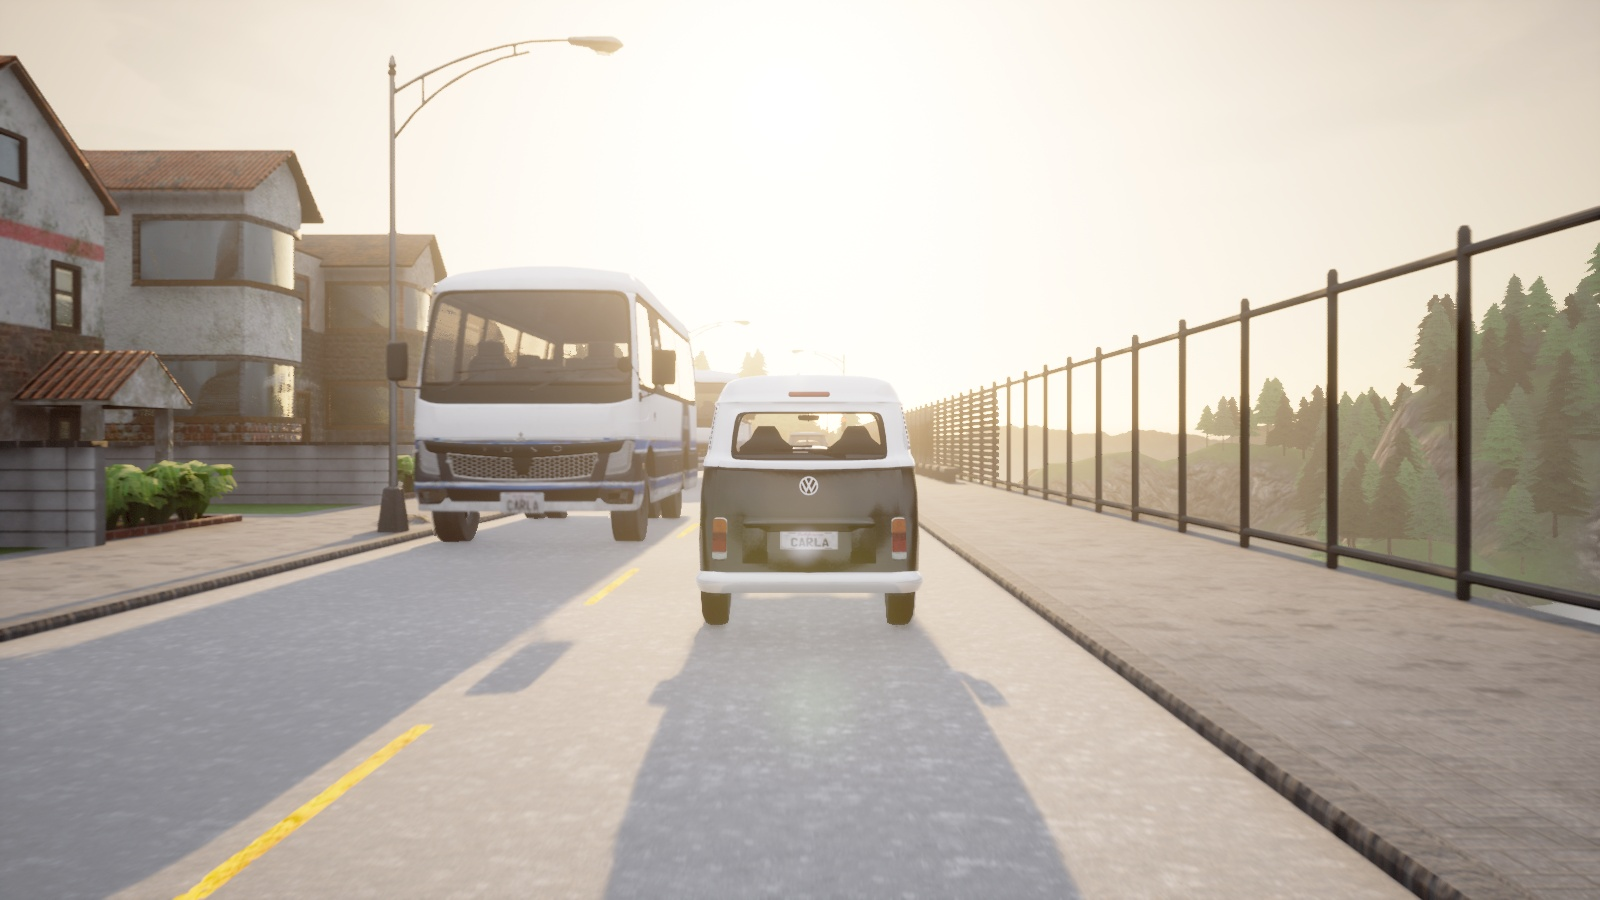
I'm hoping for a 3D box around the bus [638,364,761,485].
[{"bbox_3d":[-3.703,-0.911,49.285,3.944,4.253,10.273,0,0,0],"label":"bus"}]

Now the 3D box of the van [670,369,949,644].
[{"bbox_3d":[0.081,0.405,11.540,2.069,2.038,4.480,0,0,0],"label":"van"}]

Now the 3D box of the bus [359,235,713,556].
[{"bbox_3d":[-3.859,-0.756,21.804,3.944,4.253,10.273,0,0,0],"label":"bus"}]
